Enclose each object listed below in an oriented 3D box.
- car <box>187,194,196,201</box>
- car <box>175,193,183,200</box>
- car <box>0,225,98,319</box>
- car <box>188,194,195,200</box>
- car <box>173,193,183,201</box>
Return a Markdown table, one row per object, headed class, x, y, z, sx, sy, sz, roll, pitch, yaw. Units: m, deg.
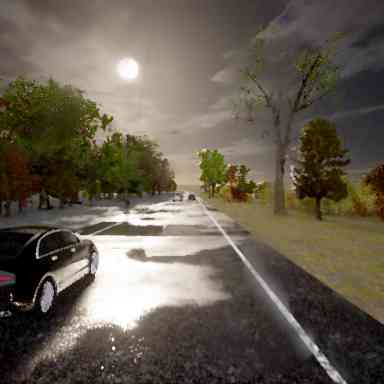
| class | x | y | z | sx | sy | sz | roll | pitch | yaw |
| --- | --- | --- | --- | --- | --- | --- | --- | --- | --- |
| car | -0.060 | 1.435 | 80.229 | 1.812 | 1.442 | 4.674 | 0 | 0 | 0 |
| car | -3.567 | 1.148 | 90.206 | 2.097 | 1.767 | 4.553 | 0 | 0 | 0 |
| car | -3.509 | 1.502 | 7.348 | 1.837 | 1.490 | 4.892 | 0 | 0 | 0 |
| car | -0.068 | 1.318 | 90.239 | 1.812 | 1.442 | 4.674 | 0 | 0 | 0 |
| car | -3.560 | 1.435 | 80.226 | 1.812 | 1.442 | 4.674 | 0 | 0 | 0 |
